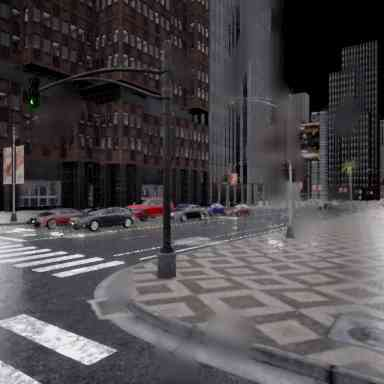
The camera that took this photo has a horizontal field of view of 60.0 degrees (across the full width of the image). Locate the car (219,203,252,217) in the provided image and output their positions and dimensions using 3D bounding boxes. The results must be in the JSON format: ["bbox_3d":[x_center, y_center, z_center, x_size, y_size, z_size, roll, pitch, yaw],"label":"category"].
[{"bbox_3d":[5.379,2.057,38.735,1.812,1.442,4.674,0,-1,35],"label":"car"}]

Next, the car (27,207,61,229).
[{"bbox_3d":[-9.271,1.787,23.497,1.994,1.385,4.181,0,-1,36],"label":"car"}]

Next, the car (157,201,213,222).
[{"bbox_3d":[-0.508,1.873,30.352,2.128,1.511,4.902,0,-1,35],"label":"car"}]

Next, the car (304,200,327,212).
[{"bbox_3d":[19.350,2.372,52.712,2.033,1.411,5.357,0,-1,35],"label":"car"}]

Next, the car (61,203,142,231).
[{"bbox_3d":[-5.982,1.748,22.542,1.837,1.490,4.892,0,-1,35],"label":"car"}]

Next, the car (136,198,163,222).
[{"bbox_3d":[-3.986,1.574,31.051,2.150,2.045,5.566,0,0,35],"label":"car"}]

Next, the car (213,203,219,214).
[{"bbox_3d":[2.420,2.045,40.192,1.812,1.442,4.674,0,-1,35],"label":"car"}]

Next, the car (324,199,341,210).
[{"bbox_3d":[26.071,2.507,62.283,1.837,1.490,4.892,0,-1,35],"label":"car"}]
